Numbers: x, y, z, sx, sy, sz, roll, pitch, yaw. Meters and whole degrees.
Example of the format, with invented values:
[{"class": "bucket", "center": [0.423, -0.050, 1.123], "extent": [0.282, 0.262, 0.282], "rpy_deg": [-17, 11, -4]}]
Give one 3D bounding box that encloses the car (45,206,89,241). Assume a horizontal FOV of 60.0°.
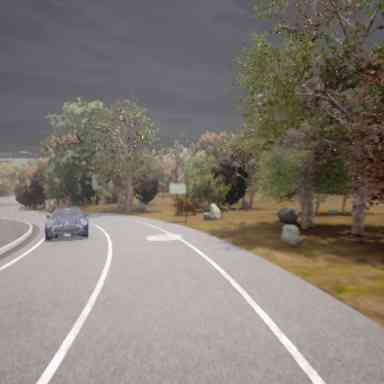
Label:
[{"class": "car", "center": [-6.874, 1.575, 18.431], "extent": [2.097, 1.767, 4.553], "rpy_deg": [-2, 0, -20]}]
